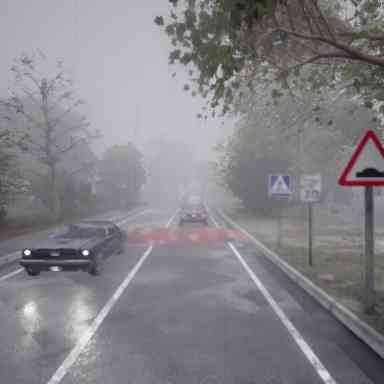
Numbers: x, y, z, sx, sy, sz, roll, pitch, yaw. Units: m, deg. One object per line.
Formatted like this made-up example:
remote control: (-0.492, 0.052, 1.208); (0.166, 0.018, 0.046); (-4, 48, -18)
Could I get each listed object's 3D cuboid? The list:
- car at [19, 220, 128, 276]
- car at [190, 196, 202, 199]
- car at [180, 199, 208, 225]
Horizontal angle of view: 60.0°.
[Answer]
car: (-3.341, 1.589, 10.354); (1.895, 1.301, 4.718); (0, 0, 0)
car: (0.444, 1.210, 40.495); (1.812, 1.442, 4.674); (0, 0, 2)
car: (0.112, 1.473, 23.004); (2.033, 1.411, 5.357); (0, 1, 0)
